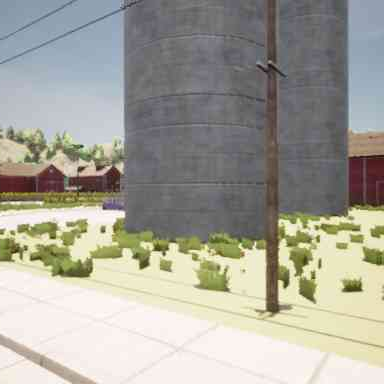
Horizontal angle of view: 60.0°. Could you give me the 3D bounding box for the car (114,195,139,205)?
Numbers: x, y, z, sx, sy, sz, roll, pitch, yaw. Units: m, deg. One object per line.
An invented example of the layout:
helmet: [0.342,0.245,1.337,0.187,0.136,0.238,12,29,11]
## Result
car: [-11.999,1.396,60.683,4.605,1.855,1.932,0,0,35]

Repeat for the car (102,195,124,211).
car: [-9.187,1.541,41.598,4.611,1.667,2.242,0,0,35]
